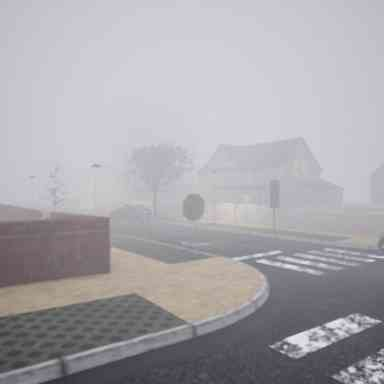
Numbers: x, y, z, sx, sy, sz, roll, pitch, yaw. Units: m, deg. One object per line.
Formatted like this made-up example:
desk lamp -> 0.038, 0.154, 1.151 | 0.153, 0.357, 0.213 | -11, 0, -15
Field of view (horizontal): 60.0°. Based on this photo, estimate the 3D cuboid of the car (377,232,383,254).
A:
car -> 9.191, 1.668, 11.597 | 5.008, 1.535, 1.882 | 0, 2, -1

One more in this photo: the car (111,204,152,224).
car -> -5.129, 1.765, 27.583 | 2.128, 1.511, 4.902 | 0, -1, -37
